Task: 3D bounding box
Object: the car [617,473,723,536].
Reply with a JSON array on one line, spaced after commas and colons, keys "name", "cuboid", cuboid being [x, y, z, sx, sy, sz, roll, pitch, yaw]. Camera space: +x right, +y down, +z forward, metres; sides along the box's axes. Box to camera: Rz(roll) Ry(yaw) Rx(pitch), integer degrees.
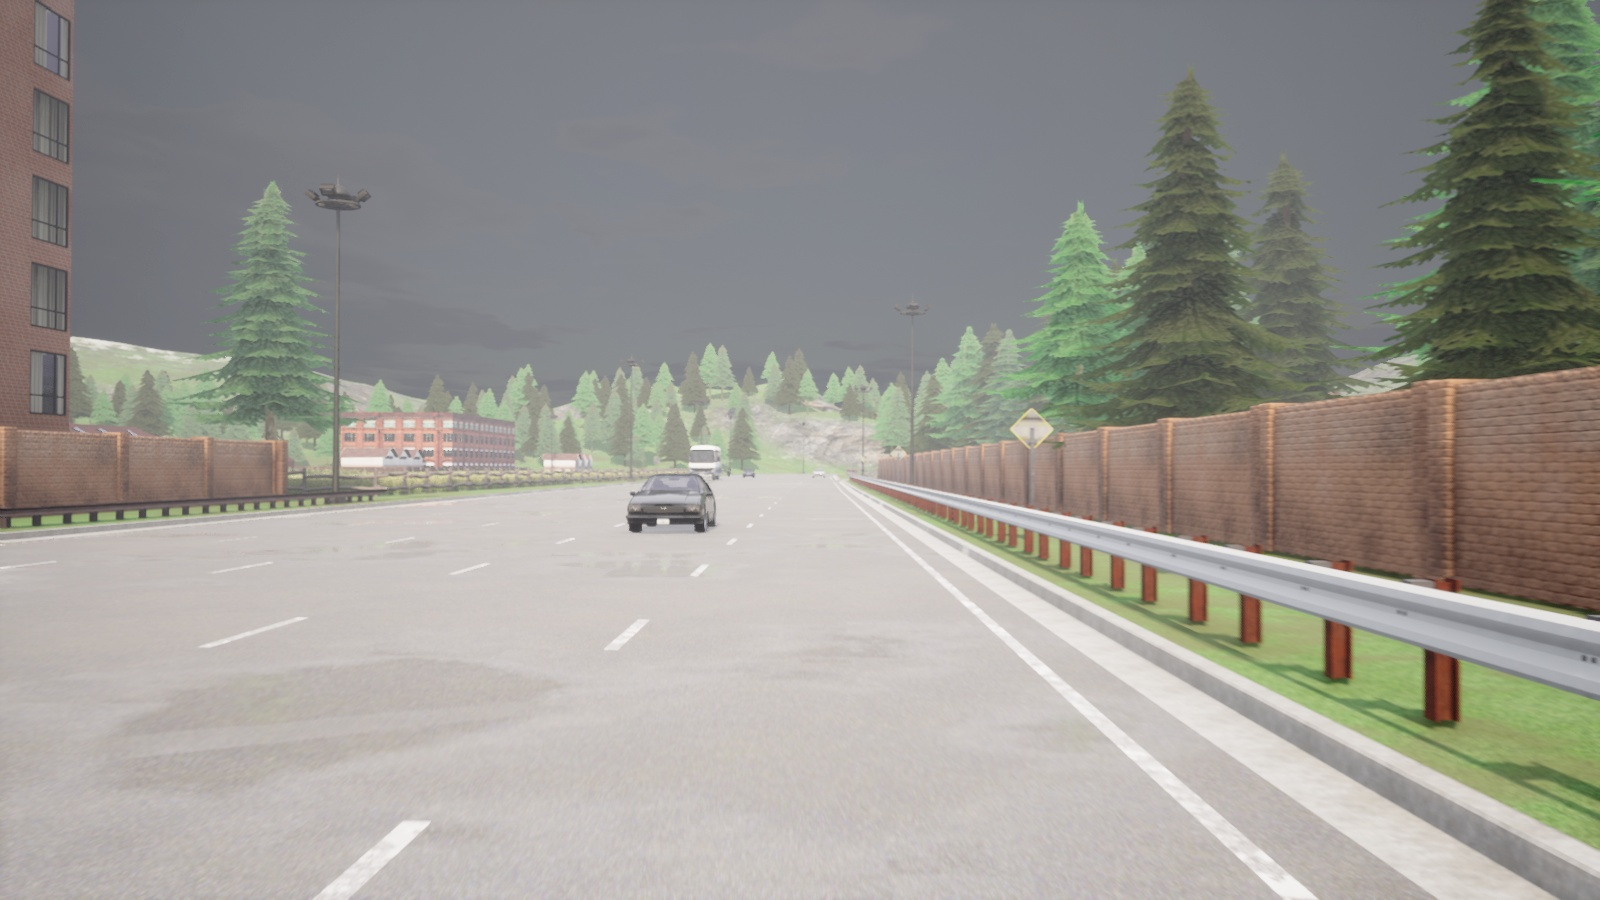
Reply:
[{"name": "car", "cuboid": [-3.136, 1.305, 31.453, 2.033, 1.411, 5.357, 0, -1, 1]}]
